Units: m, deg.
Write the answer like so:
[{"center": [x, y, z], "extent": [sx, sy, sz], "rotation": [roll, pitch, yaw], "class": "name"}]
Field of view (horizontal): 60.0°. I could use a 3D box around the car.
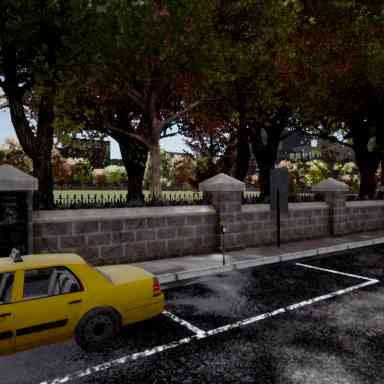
[{"center": [-2.735, 1.525, 4.609], "extent": [4.829, 1.417, 1.752], "rotation": [0, 0, -35], "class": "car"}]
